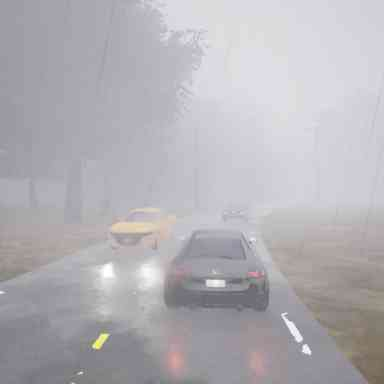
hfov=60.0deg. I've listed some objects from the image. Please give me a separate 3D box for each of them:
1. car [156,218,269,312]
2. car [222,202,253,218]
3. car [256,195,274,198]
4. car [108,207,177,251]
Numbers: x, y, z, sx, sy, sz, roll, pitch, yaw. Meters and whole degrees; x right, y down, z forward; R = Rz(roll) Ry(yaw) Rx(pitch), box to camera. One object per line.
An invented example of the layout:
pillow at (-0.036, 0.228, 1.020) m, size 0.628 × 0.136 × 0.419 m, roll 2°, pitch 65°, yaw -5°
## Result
car at (0.584, 1.550, 7.786) m, size 1.994 × 1.385 × 4.181 m, roll 0°, pitch 0°, yaw 5°
car at (3.487, 1.425, 25.178) m, size 2.033 × 1.411 × 5.357 m, roll 0°, pitch 0°, yaw 15°
car at (11.688, 0.665, 52.827) m, size 2.033 × 1.411 × 5.357 m, roll -1°, pitch 1°, yaw 29°
car at (-1.928, 1.442, 14.265) m, size 1.882 × 1.535 × 5.008 m, roll 0°, pitch 0°, yaw 9°
